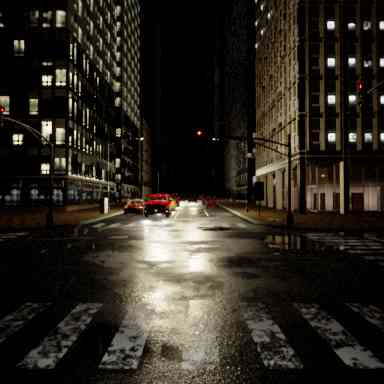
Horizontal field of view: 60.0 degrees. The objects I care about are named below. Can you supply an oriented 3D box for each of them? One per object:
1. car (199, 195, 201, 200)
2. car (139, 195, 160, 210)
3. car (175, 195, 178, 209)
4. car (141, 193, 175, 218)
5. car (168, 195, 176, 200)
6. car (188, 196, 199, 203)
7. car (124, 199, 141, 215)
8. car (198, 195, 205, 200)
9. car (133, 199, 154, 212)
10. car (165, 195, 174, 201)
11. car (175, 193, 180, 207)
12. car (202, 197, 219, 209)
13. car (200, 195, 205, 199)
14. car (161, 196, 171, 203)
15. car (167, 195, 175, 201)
[{"bbox_3d":[2.758,1.589,61.658,1.947,1.339,4.313,1,0,0],"label":"car"},{"bbox_3d":[-5.632,1.331,44.870,2.192,1.841,5.009,1,0,0],"label":"car"},{"bbox_3d":[-3.062,1.493,41.477,1.882,1.535,5.008,0,0,0],"label":"car"},{"bbox_3d":[-3.066,1.232,31.050,2.150,2.045,5.566,0,0,0],"label":"car"},{"bbox_3d":[-5.594,1.603,95.047,1.947,1.339,4.313,1,0,0],"label":"car"},{"bbox_3d":[0.150,1.572,70.581,2.033,1.411,5.357,0,0,0],"label":"car"},{"bbox_3d":[-5.644,1.452,33.720,1.967,1.590,4.097,1,0,0],"label":"car"},{"bbox_3d":[2.787,1.582,95.121,1.887,1.381,4.507,1,0,0],"label":"car"},{"bbox_3d":[-5.643,1.596,39.295,1.802,1.307,4.206,1,0,0],"label":"car"},{"bbox_3d":[-5.603,1.576,83.896,1.887,1.381,4.507,1,0,0],"label":"car"},{"bbox_3d":[-3.045,1.240,51.976,2.150,2.045,5.566,0,0,0],"label":"car"},{"bbox_3d":[2.742,1.598,44.925,1.802,1.307,4.206,1,0,0],"label":"car"},{"bbox_3d":[2.754,1.546,56.251,1.752,1.417,4.829,1,0,0],"label":"car"},{"bbox_3d":[-5.612,1.572,72.746,1.887,1.381,4.507,1,0,0],"label":"car"},{"bbox_3d":[-5.598,1.585,89.472,2.008,1.369,4.403,1,0,0],"label":"car"}]
